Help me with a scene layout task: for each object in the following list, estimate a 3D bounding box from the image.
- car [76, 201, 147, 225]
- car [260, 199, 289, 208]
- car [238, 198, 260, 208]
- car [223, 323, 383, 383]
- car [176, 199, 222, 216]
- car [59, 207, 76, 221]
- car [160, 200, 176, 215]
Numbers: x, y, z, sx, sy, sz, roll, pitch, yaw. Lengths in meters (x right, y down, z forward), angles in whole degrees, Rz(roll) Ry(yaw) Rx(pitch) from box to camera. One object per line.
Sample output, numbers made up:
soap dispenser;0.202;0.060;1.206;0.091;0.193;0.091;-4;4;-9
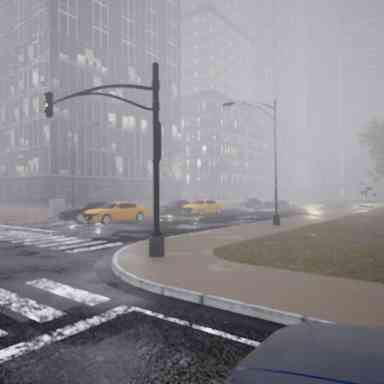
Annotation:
car;-5.396;1.421;23.832;1.882;1.535;5.008;-1;0;37
car;11.754;1.580;46.466;1.895;1.301;4.718;-1;0;38
car;8.363;1.532;47.382;1.812;1.442;4.674;-1;-1;37
car;2.721;1.555;1.742;5.357;1.411;2.033;0;0;36
car;1.015;1.435;32.320;1.882;1.535;5.008;-1;-1;37
car;-7.863;1.450;25.959;1.882;1.535;5.008;-1;0;37
car;-1.536;1.512;34.335;1.812;1.442;4.674;-1;-1;37
